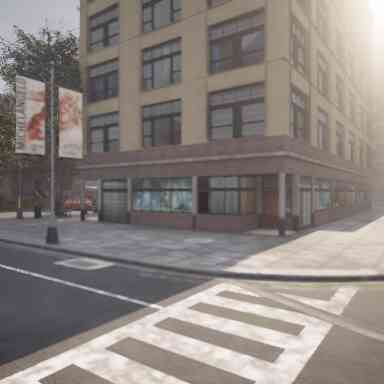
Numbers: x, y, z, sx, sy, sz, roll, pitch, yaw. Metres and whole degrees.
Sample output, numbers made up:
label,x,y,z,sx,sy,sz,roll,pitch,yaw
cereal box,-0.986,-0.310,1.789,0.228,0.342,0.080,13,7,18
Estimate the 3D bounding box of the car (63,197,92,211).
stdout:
label,x,y,z,sx,sy,sz,roll,pitch,yaw
car,-14.531,1.371,40.666,2.097,1.767,4.553,0,0,35
